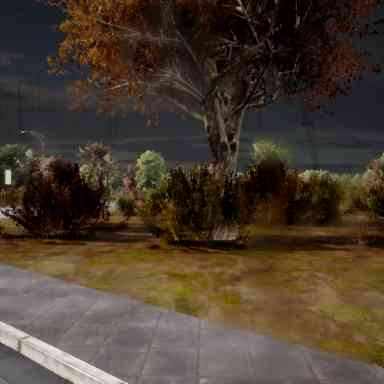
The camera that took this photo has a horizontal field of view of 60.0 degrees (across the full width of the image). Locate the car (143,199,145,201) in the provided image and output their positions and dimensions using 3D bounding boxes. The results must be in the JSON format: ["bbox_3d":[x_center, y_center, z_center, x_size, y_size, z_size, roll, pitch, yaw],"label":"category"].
[{"bbox_3d":[-7.608,1.485,64.709,1.895,1.301,4.718,0,0,34],"label":"car"}]
